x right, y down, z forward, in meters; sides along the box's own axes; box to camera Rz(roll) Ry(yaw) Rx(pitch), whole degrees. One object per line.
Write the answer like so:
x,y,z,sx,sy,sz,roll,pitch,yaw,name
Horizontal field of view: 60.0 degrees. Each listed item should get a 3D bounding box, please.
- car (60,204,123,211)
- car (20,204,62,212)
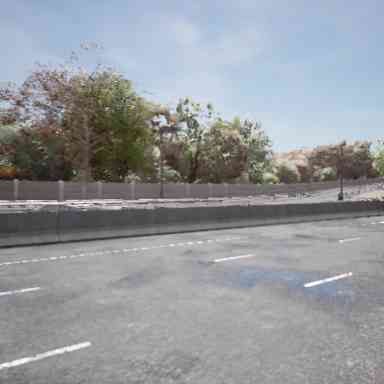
-5.657,1.601,21.427,4.718,1.301,1.895,0,0,-35,car
-9.866,1.525,22.734,4.674,1.442,1.812,0,0,-35,car
